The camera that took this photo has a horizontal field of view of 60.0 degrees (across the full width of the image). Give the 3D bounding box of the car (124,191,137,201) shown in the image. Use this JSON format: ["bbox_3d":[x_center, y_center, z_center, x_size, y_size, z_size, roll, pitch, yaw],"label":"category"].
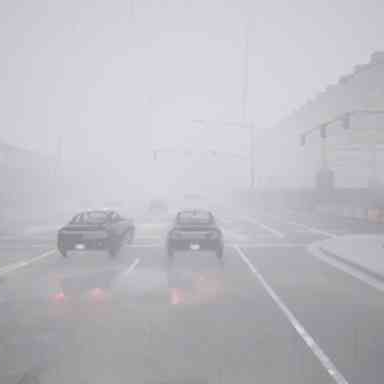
[{"bbox_3d":[-14.009,0.901,76.061,2.150,2.045,5.566,0,0,0],"label":"car"}]

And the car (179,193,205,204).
[{"bbox_3d":[0.096,1.084,33.895,2.150,2.045,5.566,0,0,0],"label":"car"}]

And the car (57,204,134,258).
[{"bbox_3d":[-3.406,1.441,12.560,2.128,1.511,4.902,0,0,0],"label":"car"}]

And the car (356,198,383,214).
[{"bbox_3d":[15.966,1.178,28.877,1.853,1.218,4.536,0,0,44],"label":"car"}]

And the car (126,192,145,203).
[{"bbox_3d":[-10.543,1.229,61.376,1.882,1.535,5.008,0,0,1],"label":"car"}]

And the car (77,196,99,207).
[{"bbox_3d":[-14.087,1.320,45.245,1.837,1.490,4.892,0,0,0],"label":"car"}]

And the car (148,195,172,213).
[{"bbox_3d":[-3.405,1.363,34.831,1.837,1.490,4.892,0,0,0],"label":"car"}]

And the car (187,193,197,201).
[{"bbox_3d":[-0.009,1.060,72.396,2.097,1.767,4.553,0,0,0],"label":"car"}]

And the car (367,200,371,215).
[{"bbox_3d":[15.942,1.354,24.232,2.038,1.542,4.974,0,0,-36],"label":"car"}]

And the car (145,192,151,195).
[{"bbox_3d":[-10.509,0.804,76.699,1.837,1.490,4.892,0,0,0],"label":"car"}]

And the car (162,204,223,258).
[{"bbox_3d":[0.094,1.441,12.479,2.128,1.511,4.902,0,0,0],"label":"car"}]

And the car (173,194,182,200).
[{"bbox_3d":[-3.510,1.249,81.800,1.895,1.301,4.718,0,0,0],"label":"car"}]

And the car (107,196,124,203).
[{"bbox_3d":[-14.040,1.353,61.080,1.895,1.301,4.718,0,0,1],"label":"car"}]

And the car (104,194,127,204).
[{"bbox_3d":[-10.589,1.342,45.239,1.812,1.442,4.674,0,0,0],"label":"car"}]

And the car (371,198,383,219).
[{"bbox_3d":[15.973,1.197,24.190,1.853,1.218,4.536,0,0,-36],"label":"car"}]

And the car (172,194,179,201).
[{"bbox_3d":[-3.509,1.255,73.061,1.994,1.385,4.181,0,0,0],"label":"car"}]

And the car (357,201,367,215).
[{"bbox_3d":[15.930,1.335,28.840,2.038,1.542,4.974,0,0,44],"label":"car"}]
